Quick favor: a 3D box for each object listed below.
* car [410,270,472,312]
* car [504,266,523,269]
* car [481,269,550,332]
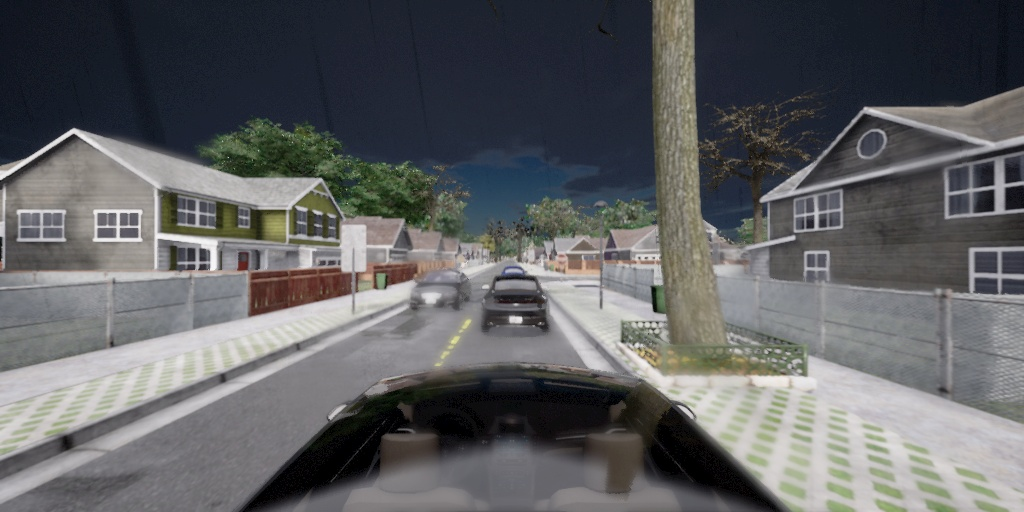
[{"bbox_3d":[-2.793,1.328,14.899,2.128,1.511,4.902,0,0,1],"label":"car"},{"bbox_3d":[0.106,1.423,24.525,1.812,1.442,4.674,0,0,0],"label":"car"},{"bbox_3d":[0.102,1.318,11.129,1.837,1.490,4.892,0,0,0],"label":"car"}]
